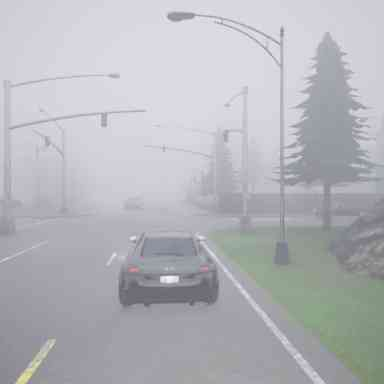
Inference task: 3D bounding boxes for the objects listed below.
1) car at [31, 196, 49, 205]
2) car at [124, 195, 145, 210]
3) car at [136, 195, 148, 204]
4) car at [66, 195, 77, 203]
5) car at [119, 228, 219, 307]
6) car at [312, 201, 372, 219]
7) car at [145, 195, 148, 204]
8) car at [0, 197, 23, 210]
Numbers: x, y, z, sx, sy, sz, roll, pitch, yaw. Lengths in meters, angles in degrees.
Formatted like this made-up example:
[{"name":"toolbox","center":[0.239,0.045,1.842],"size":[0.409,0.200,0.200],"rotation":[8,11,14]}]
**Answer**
[{"name":"car","center":[-25.869,1.416,56.700],"size":[1.970,1.475,3.806],"rotation":[0,0,-5]},{"name":"car","center":[-7.590,1.375,43.085],"size":[2.097,1.767,4.553],"rotation":[0,0,-5]},{"name":"car","center":[-9.450,1.386,63.145],"size":[2.097,1.767,4.553],"rotation":[0,0,-5]},{"name":"car","center":[-23.528,1.409,64.347],"size":[1.845,1.501,3.633],"rotation":[0,0,-5]},{"name":"car","center":[-0.587,1.568,8.081],"size":[1.994,1.385,4.181],"rotation":[0,0,-5]},{"name":"car","center":[12.729,1.505,28.318],"size":[4.902,1.511,2.128],"rotation":[0,0,-7]},{"name":"car","center":[-8.515,1.592,52.935],"size":[1.994,1.385,4.181],"rotation":[0,0,-5]},{"name":"car","center":[-21.313,1.362,38.407],"size":[2.007,1.523,4.514],"rotation":[0,0,-5]}]
